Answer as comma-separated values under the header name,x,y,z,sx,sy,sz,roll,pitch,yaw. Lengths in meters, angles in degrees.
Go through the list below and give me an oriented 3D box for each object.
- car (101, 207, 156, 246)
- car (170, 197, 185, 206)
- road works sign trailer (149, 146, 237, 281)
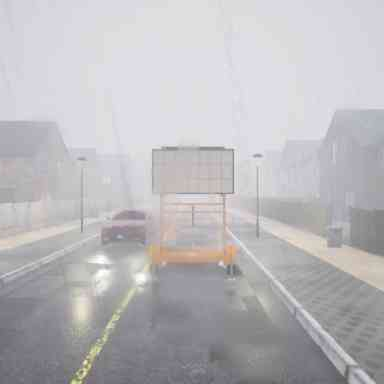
name,x,y,z,sx,sy,sz,roll,pitch,yaw
car,-2.814,1.484,15.567,1.882,1.535,5.008,0,0,0
car,-2.689,1.750,57.990,1.994,1.385,4.181,0,0,0
road works sign trailer,0.029,0.465,9.852,2.380,3.560,2.880,0,0,1
